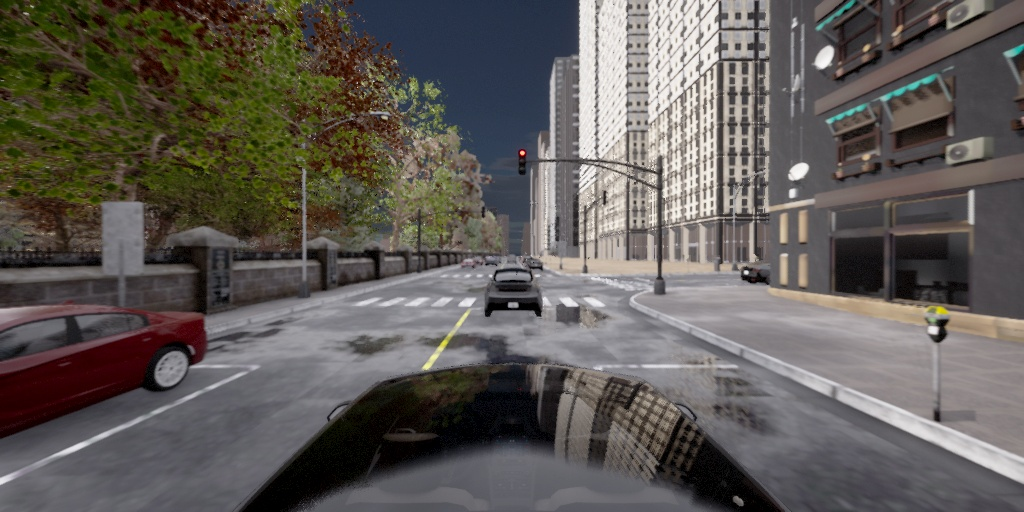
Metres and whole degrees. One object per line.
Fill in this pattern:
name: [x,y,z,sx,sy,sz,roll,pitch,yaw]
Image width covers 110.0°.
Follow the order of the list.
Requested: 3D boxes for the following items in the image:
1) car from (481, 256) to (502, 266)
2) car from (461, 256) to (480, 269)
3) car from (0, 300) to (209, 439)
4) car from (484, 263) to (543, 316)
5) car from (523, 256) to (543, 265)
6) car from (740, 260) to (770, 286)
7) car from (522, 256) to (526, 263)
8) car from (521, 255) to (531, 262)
car: [-3.085,0.893,54.404,2.033,1.411,5.357,0,0,0]
car: [-5.705,0.978,47.518,1.802,1.307,4.207,0,0,0]
car: [-5.822,1.277,3.969,1.888,1.381,4.507,0,0,0]
car: [0.053,1.165,12.843,1.837,1.490,4.892,0,0,0]
car: [2.677,1.003,41.888,1.948,1.339,4.313,0,0,0]
car: [14.679,0.882,19.307,4.313,1.339,1.948,0,0,0]
car: [2.676,0.962,47.520,1.948,1.339,4.313,0,0,0]
car: [2.674,0.921,53.153,1.948,1.339,4.313,0,0,0]
